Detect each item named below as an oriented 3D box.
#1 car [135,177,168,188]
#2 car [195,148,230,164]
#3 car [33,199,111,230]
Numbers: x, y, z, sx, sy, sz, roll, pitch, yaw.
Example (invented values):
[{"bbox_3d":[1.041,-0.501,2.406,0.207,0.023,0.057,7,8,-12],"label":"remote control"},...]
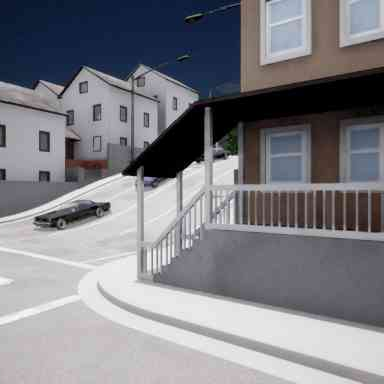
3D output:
[{"bbox_3d":[-2.898,-1.522,27.921,1.812,1.442,4.674,-1,19,33],"label":"car"},{"bbox_3d":[2.170,-3.893,35.296,1.895,1.301,4.718,0,12,36],"label":"car"},{"bbox_3d":[-7.528,1.290,21.125,1.895,1.301,4.718,0,11,34],"label":"car"}]
